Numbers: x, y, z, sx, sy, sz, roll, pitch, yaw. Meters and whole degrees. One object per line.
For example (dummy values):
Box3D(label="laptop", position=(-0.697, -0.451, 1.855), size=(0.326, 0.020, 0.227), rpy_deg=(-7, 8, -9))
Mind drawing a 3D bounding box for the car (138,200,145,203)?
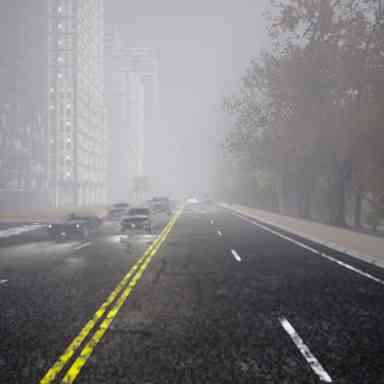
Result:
Box3D(label="car", position=(-6.596, 1.793, 41.085), size=(2.128, 1.511, 4.902), rpy_deg=(0, 0, 0))

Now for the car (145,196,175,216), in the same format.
Box3D(label="car", position=(-3.349, 1.485, 35.673), size=(2.150, 2.045, 5.566), rpy_deg=(0, -1, 0))

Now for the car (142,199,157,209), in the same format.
Box3D(label="car", position=(-6.602, 1.908, 51.878), size=(1.812, 1.442, 4.674), rpy_deg=(0, -1, 0))

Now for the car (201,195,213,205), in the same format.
Box3D(label="car", position=(3.251, 2.012, 69.138), size=(2.128, 1.511, 4.902), rpy_deg=(0, 0, 0))

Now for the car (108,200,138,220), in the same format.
Box3D(label="car", position=(-6.599, 1.742, 31.260), size=(1.837, 1.490, 4.892), rpy_deg=(0, 0, 0))

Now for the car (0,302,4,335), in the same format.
Box3D(label="car", position=(-3.352, 1.616, 2.036), size=(1.895, 1.301, 4.718), rpy_deg=(0, 0, 0))

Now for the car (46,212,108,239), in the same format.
Box3D(label="car", position=(-6.618, 1.844, 19.323), size=(1.895, 1.301, 4.718), rpy_deg=(0, 0, 0))

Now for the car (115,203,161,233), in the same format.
Box3D(label="car", position=(-3.358, 1.724, 21.546), size=(1.837, 1.490, 4.892), rpy_deg=(0, 0, 0))

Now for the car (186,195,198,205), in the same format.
Box3D(label="car", position=(0.002, 1.735, 69.171), size=(2.150, 2.045, 5.566), rpy_deg=(0, 0, 0))

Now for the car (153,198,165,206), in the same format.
Box3D(label="car", position=(-6.524, 1.997, 66.395), size=(1.837, 1.490, 4.892), rpy_deg=(0, 0, 1))

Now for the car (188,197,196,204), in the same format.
Box3D(label="car", position=(0.003, 2.011, 79.532), size=(2.033, 1.411, 5.357), rpy_deg=(0, 0, 0))

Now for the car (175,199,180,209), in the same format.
Box3D(label="car", position=(-3.340, 1.869, 51.167), size=(2.128, 1.511, 4.902), rpy_deg=(0, -1, 0))

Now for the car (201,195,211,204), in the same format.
Box3D(label="car", position=(3.253, 1.697, 79.564), size=(2.150, 2.045, 5.566), rpy_deg=(0, 0, 0))
